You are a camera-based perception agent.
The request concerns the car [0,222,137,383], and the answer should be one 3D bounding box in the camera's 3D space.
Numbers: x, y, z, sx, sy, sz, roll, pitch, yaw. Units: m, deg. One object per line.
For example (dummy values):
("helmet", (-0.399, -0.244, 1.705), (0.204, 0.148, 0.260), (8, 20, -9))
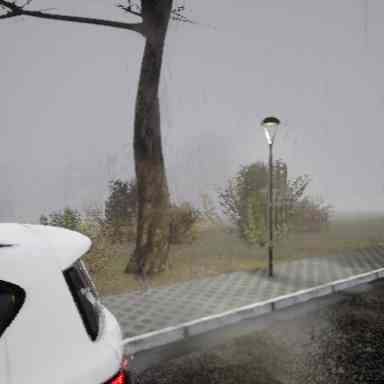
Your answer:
("car", (-2.869, 1.222, 0.996), (5.566, 2.045, 2.150), (0, 0, -36))
